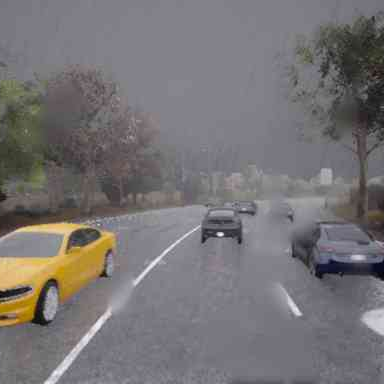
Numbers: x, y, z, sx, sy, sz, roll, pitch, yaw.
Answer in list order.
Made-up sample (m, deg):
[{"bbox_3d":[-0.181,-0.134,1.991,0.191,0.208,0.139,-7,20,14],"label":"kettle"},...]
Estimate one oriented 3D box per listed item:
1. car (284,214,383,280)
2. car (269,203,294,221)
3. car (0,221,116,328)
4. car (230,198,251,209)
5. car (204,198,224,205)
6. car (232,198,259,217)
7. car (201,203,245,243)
[{"bbox_3d":[4.297,1.586,10.181,1.994,1.385,4.181,0,0,6],"label":"car"},{"bbox_3d":[7.318,1.594,27.178,2.033,1.411,5.357,0,0,15],"label":"car"},{"bbox_3d":[-3.187,1.469,7.333,1.882,1.535,5.008,0,0,5],"label":"car"},{"bbox_3d":[6.999,1.611,47.864,1.994,1.385,4.181,0,0,24],"label":"car"},{"bbox_3d":[3.220,1.588,47.923,1.994,1.385,4.181,0,0,23],"label":"car"},{"bbox_3d":[5.584,1.603,33.535,1.994,1.385,4.181,0,0,17],"label":"car"},{"bbox_3d":[1.553,1.519,16.318,1.837,1.490,4.892,0,0,9],"label":"car"}]
